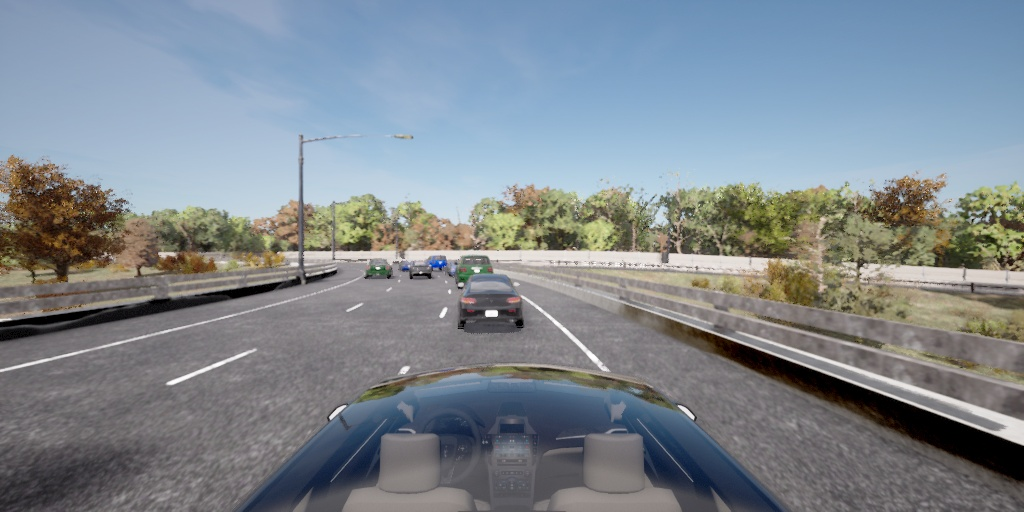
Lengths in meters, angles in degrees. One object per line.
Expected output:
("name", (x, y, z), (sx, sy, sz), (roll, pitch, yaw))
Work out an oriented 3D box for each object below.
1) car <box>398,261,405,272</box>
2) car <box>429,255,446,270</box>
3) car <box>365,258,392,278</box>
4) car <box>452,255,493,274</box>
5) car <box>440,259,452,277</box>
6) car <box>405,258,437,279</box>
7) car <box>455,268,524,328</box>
("car", (-13.246, 1.262, 45.455), (1.994, 1.385, 4.181), (0, 0, -24))
("car", (-9.848, 0.918, 46.484), (2.150, 2.045, 5.566), (0, 0, -23))
("car", (-12.186, 1.067, 33.022), (2.097, 1.767, 4.553), (0, 0, -17))
("car", (-2.531, 0.944, 23.325), (2.150, 2.045, 5.566), (0, 0, -11))
("car", (-5.517, 1.255, 35.140), (2.033, 1.411, 5.357), (0, 0, -17))
("car", (-8.259, 1.205, 32.152), (2.128, 1.511, 4.902), (0, 0, -17))
("car", (-0.715, 1.263, 11.219), (1.812, 1.442, 4.674), (0, 0, -5))
